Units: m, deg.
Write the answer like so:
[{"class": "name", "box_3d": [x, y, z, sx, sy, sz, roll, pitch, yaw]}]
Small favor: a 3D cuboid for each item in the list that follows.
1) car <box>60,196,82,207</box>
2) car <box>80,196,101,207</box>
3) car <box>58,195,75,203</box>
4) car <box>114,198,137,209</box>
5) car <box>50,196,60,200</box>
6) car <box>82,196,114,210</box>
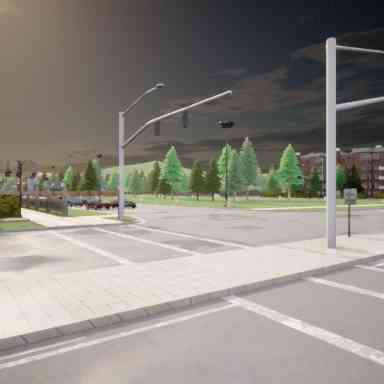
[{"class": "car", "box_3d": [-18.299, 1.505, 51.261, 1.837, 1.490, 4.892, 0, 0, -36]}, {"class": "car", "box_3d": [-16.832, 1.499, 55.211, 1.837, 1.490, 4.892, 0, 2, -36]}, {"class": "car", "box_3d": [-25.361, 1.427, 67.088, 1.882, 1.535, 5.008, 0, 0, -36]}, {"class": "car", "box_3d": [-9.367, 1.547, 44.912, 2.033, 1.411, 5.357, 0, 0, -36]}, {"class": "car", "box_3d": [-25.946, 1.505, 61.899, 1.837, 1.490, 4.892, 0, 0, -35]}, {"class": "car", "box_3d": [-12.154, 1.601, 42.802, 1.895, 1.301, 4.718, 0, 0, -36]}]
